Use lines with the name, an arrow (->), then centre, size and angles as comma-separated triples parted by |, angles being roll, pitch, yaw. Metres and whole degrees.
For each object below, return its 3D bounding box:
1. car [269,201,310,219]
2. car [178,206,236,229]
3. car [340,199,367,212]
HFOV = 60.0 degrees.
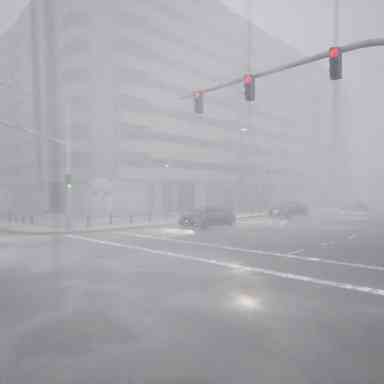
car -> 8.744, 1.551, 29.725 | 4.902, 1.511, 2.128 | 0, -1, -44
car -> 1.074, 1.641, 22.141 | 1.994, 1.385, 4.181 | -1, 0, 45
car -> 19.704, 1.557, 40.347 | 4.674, 1.442, 1.812 | 0, 0, -44
